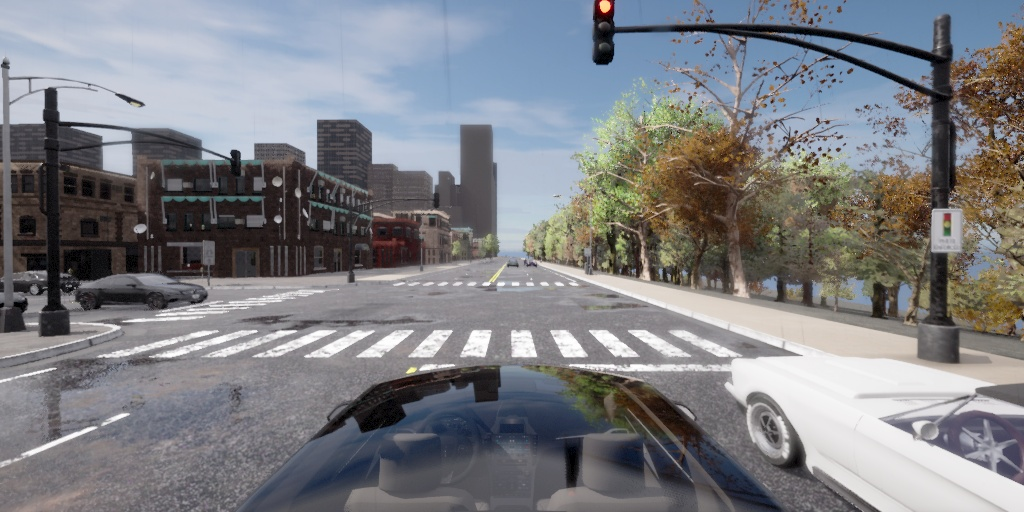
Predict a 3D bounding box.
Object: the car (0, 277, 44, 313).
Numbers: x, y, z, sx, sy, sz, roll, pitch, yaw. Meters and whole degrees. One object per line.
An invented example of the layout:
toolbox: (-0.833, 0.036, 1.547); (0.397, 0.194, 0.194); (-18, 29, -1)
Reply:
car: (-19.936, 1.563, 12.575); (4.313, 1.339, 1.948); (0, 0, 0)

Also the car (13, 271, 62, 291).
car: (-28.260, 1.557, 21.097); (4.403, 1.370, 2.007); (0, 0, 0)

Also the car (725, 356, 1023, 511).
car: (3.350, 1.351, 1.928); (1.895, 1.301, 4.718); (0, 0, 0)

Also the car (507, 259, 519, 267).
car: (0.155, 1.283, 63.434); (1.994, 1.385, 4.181); (0, 0, 1)

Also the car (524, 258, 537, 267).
car: (3.417, 1.320, 63.712); (1.895, 1.301, 4.718); (0, 0, 0)

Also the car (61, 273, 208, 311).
car: (-15.531, 1.447, 15.095); (4.674, 1.442, 1.812); (-1, 1, 3)
